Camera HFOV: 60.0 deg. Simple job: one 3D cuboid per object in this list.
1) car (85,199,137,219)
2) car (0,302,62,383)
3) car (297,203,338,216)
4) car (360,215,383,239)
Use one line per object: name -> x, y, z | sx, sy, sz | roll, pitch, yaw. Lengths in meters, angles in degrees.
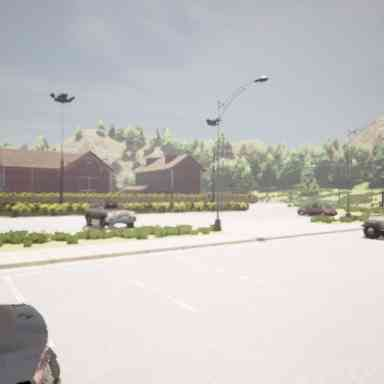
car -> -5.325, 1.390, 21.429 | 1.932, 1.855, 4.605 | 1, 0, -35
car -> -3.259, 1.473, 1.661 | 4.902, 1.511, 2.128 | 1, 0, -35
car -> 12.945, 1.828, 34.522 | 1.784, 1.438, 3.905 | 1, 0, -35
car -> 10.638, 1.496, 16.464 | 1.905, 1.878, 3.866 | 1, 0, -35
